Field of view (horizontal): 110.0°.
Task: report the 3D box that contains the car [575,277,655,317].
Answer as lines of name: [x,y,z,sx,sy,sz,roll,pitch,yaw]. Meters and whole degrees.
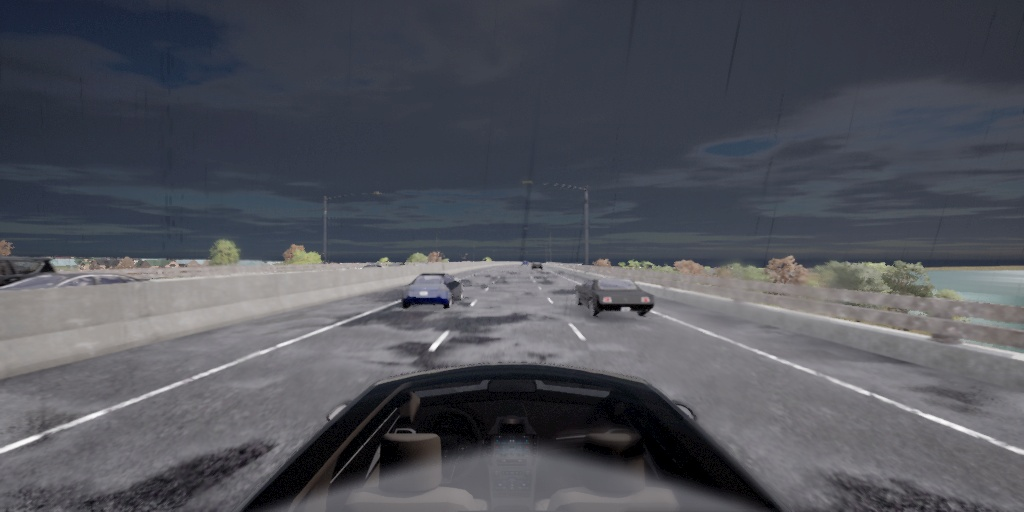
car: [3.633,1.437,13.657,1.895,1.301,4.718,0,0,0]

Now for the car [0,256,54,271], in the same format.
car: [-17.575,1.007,10.828,2.150,2.045,5.566,0,0,0]

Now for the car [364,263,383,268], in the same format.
car: [-20.326,1.721,52.936,1.994,1.385,4.181,0,-1,2]

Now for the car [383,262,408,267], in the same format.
car: [-16.827,1.666,52.903,1.837,1.490,4.892,0,0,2]

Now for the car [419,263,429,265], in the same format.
car: [-13.299,1.702,53.750,1.812,1.442,4.674,0,0,2]

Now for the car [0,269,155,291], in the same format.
car: [-14.072,1.285,11.299,2.128,1.511,4.902,0,0,0]

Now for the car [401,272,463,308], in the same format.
car: [-3.349,1.406,15.688,1.994,1.385,4.181,0,0,0]
